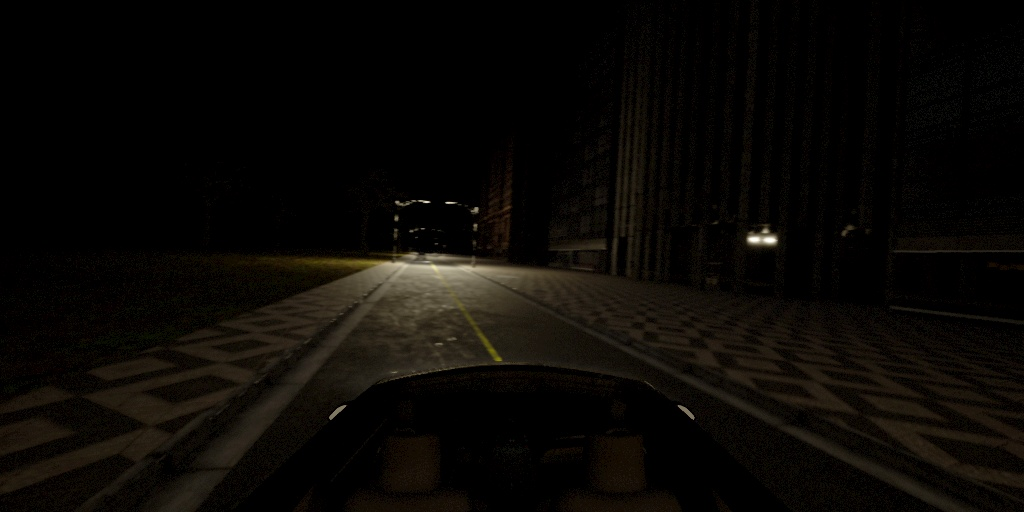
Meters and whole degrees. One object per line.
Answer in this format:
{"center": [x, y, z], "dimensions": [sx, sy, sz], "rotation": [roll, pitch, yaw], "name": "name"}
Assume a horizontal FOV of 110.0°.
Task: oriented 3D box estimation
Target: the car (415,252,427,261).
{"center": [-15.946, 0.113, 63.196], "dimensions": [1.812, 1.442, 4.674], "rotation": [3, 0, -14], "name": "car"}
